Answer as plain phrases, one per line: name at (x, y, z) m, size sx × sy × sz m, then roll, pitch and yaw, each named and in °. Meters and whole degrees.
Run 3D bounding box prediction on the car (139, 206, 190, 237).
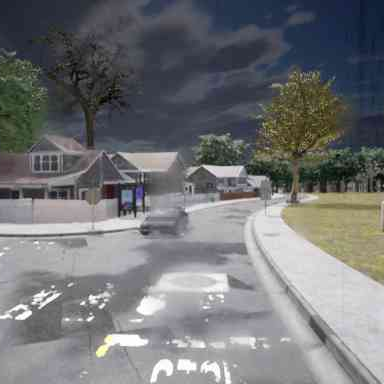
car at (-1.294, 1.506, 18.140) m, size 2.033 × 1.411 × 5.357 m, roll 0°, pitch 0°, yaw 8°
